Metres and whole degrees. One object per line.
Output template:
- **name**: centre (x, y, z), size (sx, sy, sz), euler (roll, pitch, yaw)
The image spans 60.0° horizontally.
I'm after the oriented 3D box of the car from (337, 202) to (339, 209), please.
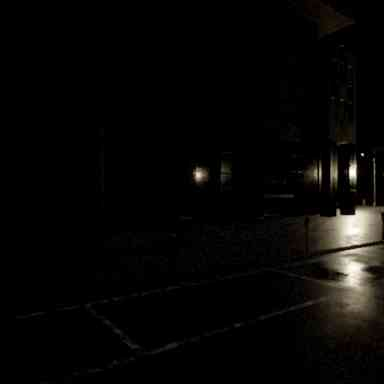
- **car**: centre (19.551, 1.653, 48.596), size (2.128, 1.511, 4.902), euler (1, 0, -36)
